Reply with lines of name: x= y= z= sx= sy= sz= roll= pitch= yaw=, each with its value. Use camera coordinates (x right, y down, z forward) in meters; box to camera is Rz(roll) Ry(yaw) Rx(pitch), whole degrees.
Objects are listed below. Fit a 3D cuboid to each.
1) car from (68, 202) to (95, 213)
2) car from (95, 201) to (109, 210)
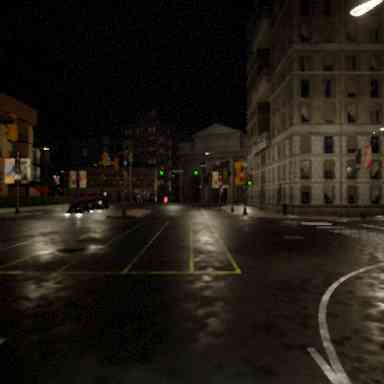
car: x=-15.080 y=2.063 z=44.675 sx=1.837 sy=1.490 sz=4.892 roll=0 pitch=-1 yaw=0
car: x=-15.043 y=2.226 z=54.427 sx=2.033 sy=1.411 sz=5.357 roll=0 pitch=-1 yaw=1
